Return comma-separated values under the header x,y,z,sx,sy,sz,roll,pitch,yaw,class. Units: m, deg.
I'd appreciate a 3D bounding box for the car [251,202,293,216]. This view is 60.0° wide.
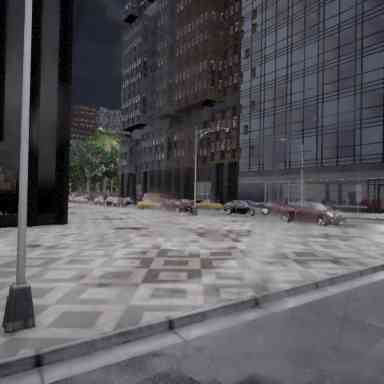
x,y,z,sx,sy,sz,roll,pitch,yaw,class
8.503,1.740,35.688,1.802,1.307,4.206,2,-1,-36,car

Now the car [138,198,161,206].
x,y,z,sx,sy,sz,roll,pitch,yaw,class
-7.434,1.722,58.018,2.008,1.369,4.403,2,-1,-36,car

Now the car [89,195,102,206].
x,y,z,sx,sy,sz,roll,pitch,yaw,class
-14.376,1.530,53.073,1.802,1.307,4.206,2,-1,-36,car

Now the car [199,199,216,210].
x,y,z,sx,sy,sz,roll,pitch,yaw,class
2.031,1.690,44.759,1.752,1.417,4.829,2,-1,-36,car

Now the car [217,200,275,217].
x,y,z,sx,sy,sz,roll,pitch,yaw,class
4.915,1.495,30.632,2.128,1.511,4.902,2,-1,-36,car

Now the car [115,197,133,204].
x,y,z,sx,sy,sz,roll,pitch,yaw,class
-13.809,1.737,66.950,1.947,1.339,4.313,2,-1,-36,car

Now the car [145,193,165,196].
x,y,z,sx,sy,sz,roll,pitch,yaw,class
-4.578,1.234,43.975,2.150,2.045,5.566,2,-1,-35,car

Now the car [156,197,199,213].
x,y,z,sx,sy,sz,roll,pitch,yaw,class
-1.623,1.482,35.207,1.887,1.381,4.507,2,-1,-36,car

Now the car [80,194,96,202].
x,y,z,sx,sy,sz,roll,pitch,yaw,class
-26.553,1.485,84.818,2.192,1.841,5.009,2,-1,-36,car

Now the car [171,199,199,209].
x,y,z,sx,sy,sz,roll,pitch,yaw,class
-1.058,1.719,49.086,2.008,1.369,4.403,2,-1,-36,car

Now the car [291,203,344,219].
x,y,z,sx,sy,sz,roll,pitch,yaw,class
11.691,1.721,31.222,1.947,1.339,4.313,2,-1,-36,car

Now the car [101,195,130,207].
x,y,z,sx,sy,sz,roll,pitch,yaw,class
-11.185,1.387,48.609,1.967,1.590,4.097,2,-1,-36,car

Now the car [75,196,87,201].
x,y,z,sx,sy,sz,roll,pitch,yaw,class
-29.844,1.695,89.419,1.752,1.417,4.829,2,-1,-36,car

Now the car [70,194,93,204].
x,y,z,sx,sy,sz,roll,pitch,yaw,class
-20.652,1.473,61.870,1.752,1.417,4.829,2,-1,-36,car

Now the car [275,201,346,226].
x,y,z,sx,sy,sz,roll,pitch,yaw,class
7.925,1.368,21.835,1.967,1.590,4.097,2,-1,-37,car

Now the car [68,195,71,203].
x,y,z,sx,sy,sz,roll,pitch,yaw,class
-23.937,1.387,66.476,1.967,1.590,4.097,2,-1,-36,car

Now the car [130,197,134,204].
x,y,z,sx,sy,sz,roll,pitch,yaw,class
-11.302,1.625,58.686,1.812,1.442,4.674,2,-1,-36,car

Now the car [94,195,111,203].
x,y,z,sx,sy,sz,roll,pitch,yaw,class
-20.356,1.514,75.487,2.097,1.767,4.553,2,-1,-36,car

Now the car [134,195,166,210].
x,y,z,sx,sy,sz,roll,pitch,yaw,class
-4.712,1.466,39.535,1.752,1.417,4.829,2,-1,-36,car
